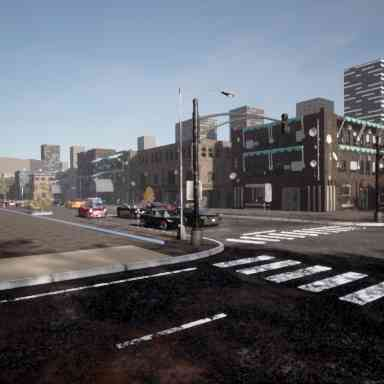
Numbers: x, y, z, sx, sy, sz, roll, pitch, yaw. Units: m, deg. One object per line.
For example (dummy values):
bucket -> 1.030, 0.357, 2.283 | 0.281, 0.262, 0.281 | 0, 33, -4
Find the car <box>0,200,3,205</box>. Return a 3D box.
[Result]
car -> -43.416, 2.547, 78.464 | 2.008, 1.369, 4.403 | -1, 0, -37

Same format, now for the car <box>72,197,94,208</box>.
car -> -20.133, 1.940, 61.324 | 2.192, 1.841, 5.009 | -1, 0, -37

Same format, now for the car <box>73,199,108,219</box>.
car -> -10.260, 1.846, 34.143 | 1.967, 1.590, 4.097 | -2, 0, -37

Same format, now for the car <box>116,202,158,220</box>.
car -> -5.721, 1.825, 32.421 | 2.128, 1.511, 4.902 | -1, 0, -37

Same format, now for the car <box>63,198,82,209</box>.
car -> -19.760, 1.958, 56.521 | 2.097, 1.767, 4.553 | -1, 0, -37

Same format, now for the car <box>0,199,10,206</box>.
car -> -46.731, 2.597, 82.895 | 1.887, 1.381, 4.507 | -1, 0, -37

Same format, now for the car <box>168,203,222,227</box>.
car -> 0.263, 1.783, 24.397 | 1.994, 1.385, 4.181 | -1, 0, -38

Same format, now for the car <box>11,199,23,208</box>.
car -> -33.469, 2.375, 65.168 | 2.008, 1.369, 4.403 | -1, 0, -37

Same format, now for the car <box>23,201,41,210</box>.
car -> -26.735, 2.232, 56.167 | 1.752, 1.417, 4.829 | -1, 0, -37

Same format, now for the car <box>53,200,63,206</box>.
car -> -30.075, 2.364, 74.622 | 1.947, 1.339, 4.313 | -1, 0, -37

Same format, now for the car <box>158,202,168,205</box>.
car -> -4.544, 1.819, 36.167 | 2.128, 1.511, 4.902 | -1, 0, -37

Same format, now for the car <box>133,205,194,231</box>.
car -> -2.042, 1.815, 22.959 | 1.947, 1.339, 4.313 | -2, 0, -37

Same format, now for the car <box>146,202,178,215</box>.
car -> -3.548, 1.904, 39.165 | 1.802, 1.307, 4.206 | -2, 0, -37

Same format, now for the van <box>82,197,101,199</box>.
van -> -16.817, 1.907, 56.893 | 1.690, 1.788, 3.998 | -1, 0, -37

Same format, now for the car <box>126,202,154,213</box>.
car -> -6.863, 1.966, 43.597 | 1.802, 1.307, 4.206 | -2, 0, -37

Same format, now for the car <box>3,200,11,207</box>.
car -> -40.102, 2.379, 74.031 | 1.967, 1.590, 4.097 | -1, 0, -37

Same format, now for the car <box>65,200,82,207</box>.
car -> -23.443, 2.227, 65.757 | 1.887, 1.381, 4.507 | -1, 0, -37

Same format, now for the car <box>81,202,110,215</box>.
car -> -11.847, 1.974, 40.624 | 1.812, 1.442, 4.674 | -1, 0, -36
